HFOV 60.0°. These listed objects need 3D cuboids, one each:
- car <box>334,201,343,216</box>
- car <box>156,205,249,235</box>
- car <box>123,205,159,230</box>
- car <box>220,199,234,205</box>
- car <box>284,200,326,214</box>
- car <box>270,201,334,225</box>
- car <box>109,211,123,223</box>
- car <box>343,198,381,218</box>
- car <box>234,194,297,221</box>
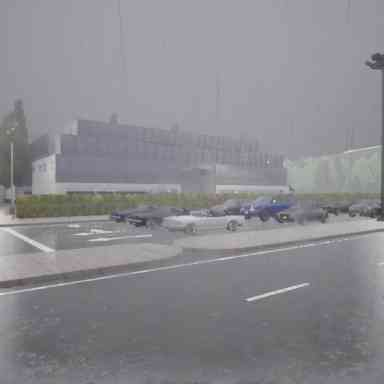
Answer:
[{"bbox_3d":[14.565,1.601,33.111,4.718,1.301,1.895,0,0,-36],"label":"car"},{"bbox_3d":[0.669,1.601,18.710,4.718,1.301,1.895,0,0,-36],"label":"car"},{"bbox_3d":[-1.697,1.601,21.318,4.718,1.301,1.895,0,0,-36],"label":"car"},{"bbox_3d":[3.879,1.352,29.643,4.553,1.767,2.097,0,0,-36],"label":"car"},{"bbox_3d":[12.189,1.601,35.710,4.718,1.301,1.895,0,0,-36],"label":"car"},{"bbox_3d":[7.955,1.564,23.952,4.181,1.385,1.994,0,0,-36],"label":"car"},{"bbox_3d":[-3.587,1.601,24.261,4.718,1.301,1.895,0,0,-36],"label":"car"},{"bbox_3d":[16.046,1.352,29.859,4.553,1.767,2.097,0,0,-36],"label":"car"},{"bbox_3d":[6.411,1.221,27.158,5.566,2.045,2.150,0,0,-36],"label":"car"}]
